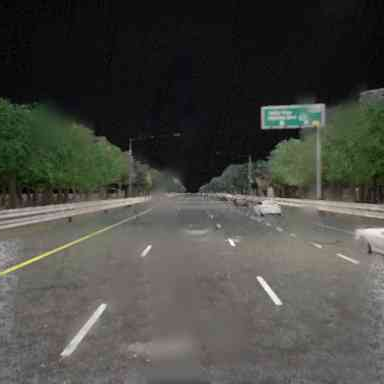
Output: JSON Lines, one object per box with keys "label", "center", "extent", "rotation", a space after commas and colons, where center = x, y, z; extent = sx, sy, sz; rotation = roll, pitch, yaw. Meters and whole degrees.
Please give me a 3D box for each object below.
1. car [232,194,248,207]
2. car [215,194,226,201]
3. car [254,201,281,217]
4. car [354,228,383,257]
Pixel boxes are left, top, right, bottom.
{"label": "car", "center": [7.088, 1.475, 49.369], "extent": [2.128, 1.511, 4.902], "rotation": [0, 0, 0]}
{"label": "car", "center": [7.155, 1.473, 79.488], "extent": [1.837, 1.490, 4.892], "rotation": [0, 0, 0]}
{"label": "car", "center": [7.045, 1.526, 31.233], "extent": [1.812, 1.442, 4.674], "rotation": [0, 0, 0]}
{"label": "car", "center": [7.006, 1.603, 10.338], "extent": [1.895, 1.301, 4.718], "rotation": [0, 0, 0]}
